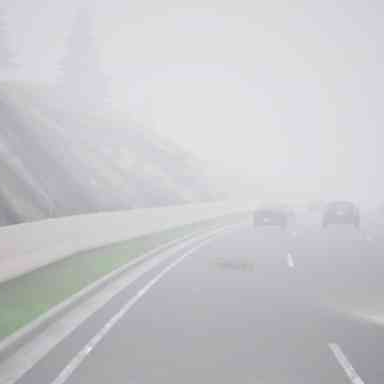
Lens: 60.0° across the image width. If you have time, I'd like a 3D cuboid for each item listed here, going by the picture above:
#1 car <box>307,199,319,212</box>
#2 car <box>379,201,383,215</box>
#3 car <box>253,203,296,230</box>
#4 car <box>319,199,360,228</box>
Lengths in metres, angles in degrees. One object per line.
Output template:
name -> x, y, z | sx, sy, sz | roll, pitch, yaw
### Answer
car -> 14.384, 1.529, 37.739 | 1.994, 1.385, 4.181 | 1, 0, 29
car -> 20.295, 1.546, 33.963 | 1.812, 1.442, 4.674 | 1, 0, 29
car -> 5.358, 1.438, 21.256 | 1.882, 1.535, 5.008 | 0, 0, 26
car -> 9.999, 1.342, 22.202 | 2.097, 1.767, 4.553 | 1, 0, 26
